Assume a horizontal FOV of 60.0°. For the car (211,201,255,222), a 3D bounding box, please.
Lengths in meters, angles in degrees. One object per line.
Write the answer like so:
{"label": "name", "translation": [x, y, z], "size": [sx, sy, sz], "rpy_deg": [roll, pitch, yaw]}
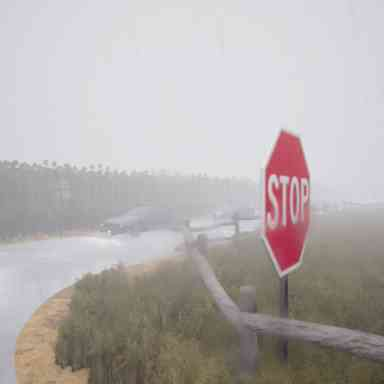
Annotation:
{"label": "car", "translation": [3.349, 1.488, 26.594], "size": [2.128, 1.511, 4.902], "rpy_deg": [0, 0, 35]}

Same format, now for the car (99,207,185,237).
{"label": "car", "translation": [-2.490, 1.544, 18.379], "size": [2.033, 1.411, 5.357], "rpy_deg": [0, 0, 35]}

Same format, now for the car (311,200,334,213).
{"label": "car", "translation": [13.909, 1.544, 35.802], "size": [2.033, 1.411, 5.357], "rpy_deg": [0, 0, 34]}
